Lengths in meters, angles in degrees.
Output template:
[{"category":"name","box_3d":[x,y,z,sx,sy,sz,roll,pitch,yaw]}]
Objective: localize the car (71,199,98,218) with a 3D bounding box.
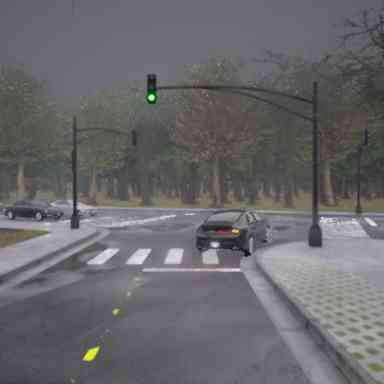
[{"category":"car","box_3d":[-9.983,1.327,27.557,4.674,1.442,1.812,0,0,25]}]

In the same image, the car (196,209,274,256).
[{"category":"car","box_3d":[1.762,1.407,12.901,1.837,1.490,4.892,-2,0,25]}]

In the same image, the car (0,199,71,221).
[{"category":"car","box_3d":[-11.771,1.316,24.786,4.892,1.490,1.837,0,0,23]}]
